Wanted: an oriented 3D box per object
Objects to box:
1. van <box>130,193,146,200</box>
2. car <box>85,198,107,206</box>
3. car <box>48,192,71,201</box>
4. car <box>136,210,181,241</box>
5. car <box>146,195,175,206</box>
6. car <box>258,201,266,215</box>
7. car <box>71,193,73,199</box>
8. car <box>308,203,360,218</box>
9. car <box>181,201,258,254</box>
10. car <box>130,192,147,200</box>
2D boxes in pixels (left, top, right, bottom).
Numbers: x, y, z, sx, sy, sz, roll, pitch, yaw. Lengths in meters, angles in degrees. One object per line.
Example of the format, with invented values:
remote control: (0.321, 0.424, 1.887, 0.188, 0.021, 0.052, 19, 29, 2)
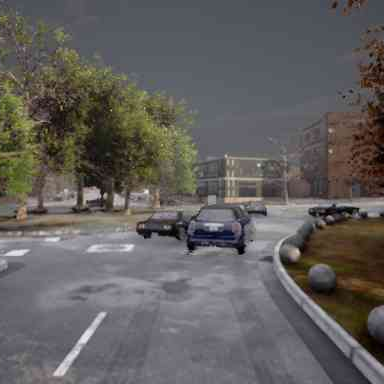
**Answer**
van: (-15.072, 1.195, 92.642, 4.442, 1.987, 1.878, 0, 1, -15)
car: (-14.863, 1.615, 53.046, 4.181, 1.385, 1.994, 0, 0, -2)
car: (-32.704, 1.306, 81.160, 4.553, 1.767, 2.185, 0, 0, -15)
car: (-0.823, 1.554, 16.515, 1.895, 1.301, 4.718, 0, 0, 20)
car: (-5.025, 1.569, 56.047, 4.892, 1.490, 1.837, 1, 1, 43)
car: (6.215, 1.567, 33.443, 1.994, 1.385, 4.181, 0, 0, 3)
car: (-33.458, 1.415, 83.819, 5.008, 1.535, 2.097, 0, 0, -15)
car: (12.353, 1.570, 28.723, 4.718, 1.301, 1.895, -1, 0, -30)
car: (1.328, 1.297, 13.589, 2.097, 1.767, 4.553, 0, 0, 16)
car: (-12.825, 1.498, 84.608, 4.792, 1.488, 2.163, 0, 0, -15)
